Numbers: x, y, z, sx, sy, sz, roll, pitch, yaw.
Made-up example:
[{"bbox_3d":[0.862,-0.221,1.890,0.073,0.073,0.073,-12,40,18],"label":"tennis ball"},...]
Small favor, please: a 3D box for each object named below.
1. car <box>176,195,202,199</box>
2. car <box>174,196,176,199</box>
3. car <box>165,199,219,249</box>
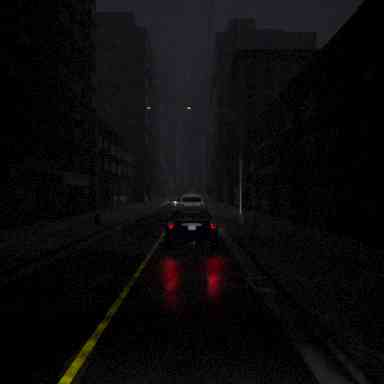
[{"bbox_3d":[0.000,1.242,29.680,2.150,2.045,5.566,0,0,0],"label":"car"},{"bbox_3d":[-3.000,1.422,74.168,1.812,1.442,4.674,0,0,0],"label":"car"},{"bbox_3d":[0.000,1.361,14.620,2.097,1.767,4.553,0,0,0],"label":"car"}]
